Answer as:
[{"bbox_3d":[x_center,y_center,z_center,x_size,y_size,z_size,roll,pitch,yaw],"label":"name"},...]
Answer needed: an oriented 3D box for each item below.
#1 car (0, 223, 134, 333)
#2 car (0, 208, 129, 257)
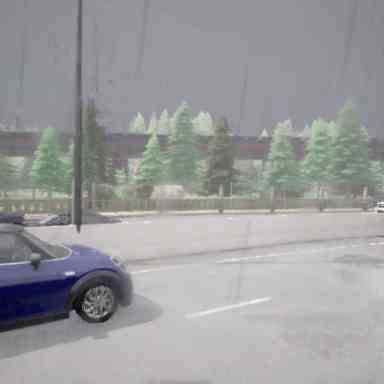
[{"bbox_3d":[-3.284,1.310,5.564,4.553,1.767,2.097,0,0,-36],"label":"car"},{"bbox_3d":[-5.022,1.454,13.075,4.674,1.442,1.812,0,0,-33],"label":"car"}]
